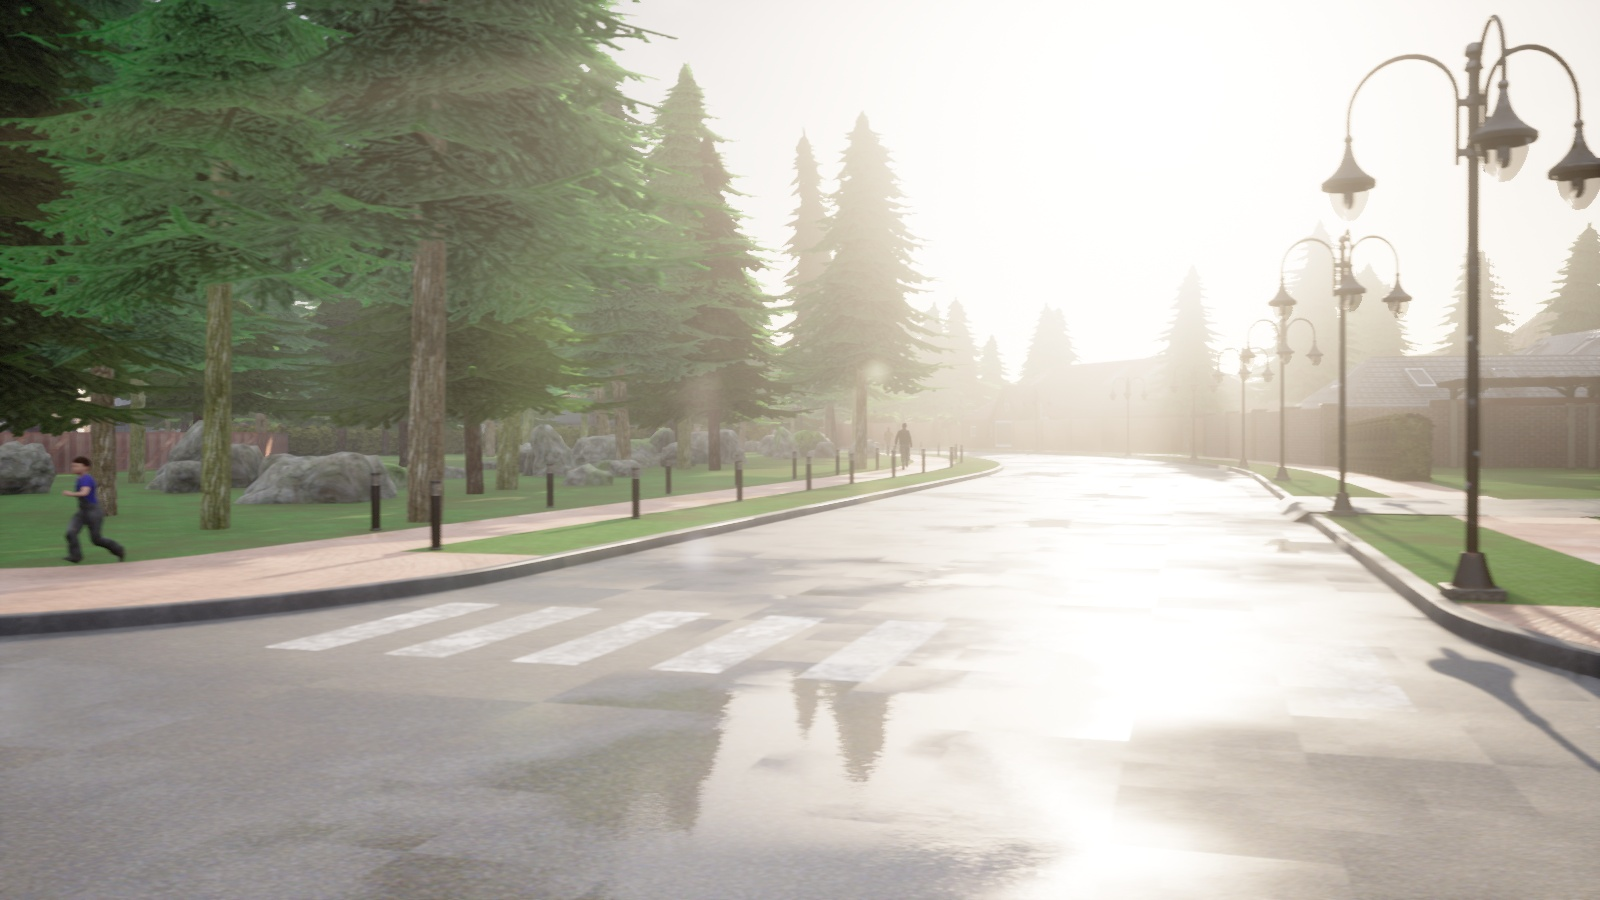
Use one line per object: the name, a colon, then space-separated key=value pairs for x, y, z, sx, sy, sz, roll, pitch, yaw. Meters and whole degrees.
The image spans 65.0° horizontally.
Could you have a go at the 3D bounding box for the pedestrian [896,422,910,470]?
pedestrian: x=3.966 y=-0.153 z=48.330 sx=0.431 sy=1.840 sz=0.703 roll=0 pitch=1 yaw=11

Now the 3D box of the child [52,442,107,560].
child: x=-7.911 y=0.549 z=13.795 sx=0.270 sy=1.263 sz=0.437 roll=1 pitch=1 yaw=25
